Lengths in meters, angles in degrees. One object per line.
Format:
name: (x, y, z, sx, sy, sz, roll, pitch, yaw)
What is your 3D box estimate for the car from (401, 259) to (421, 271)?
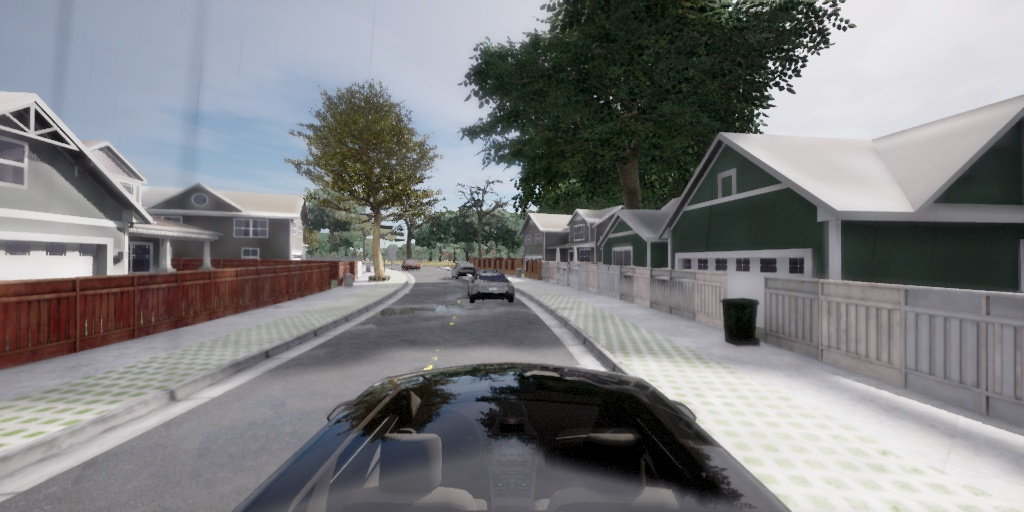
car: (-13.647, 1.207, 48.221, 1.882, 1.535, 5.008, 0, 0, -26)

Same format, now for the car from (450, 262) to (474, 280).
car: (-4.236, 1.264, 31.503, 1.837, 1.490, 4.892, 0, 0, -16)

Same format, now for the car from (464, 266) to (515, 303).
car: (-1.064, 1.324, 16.657, 1.994, 1.385, 4.181, 0, 0, -8)
